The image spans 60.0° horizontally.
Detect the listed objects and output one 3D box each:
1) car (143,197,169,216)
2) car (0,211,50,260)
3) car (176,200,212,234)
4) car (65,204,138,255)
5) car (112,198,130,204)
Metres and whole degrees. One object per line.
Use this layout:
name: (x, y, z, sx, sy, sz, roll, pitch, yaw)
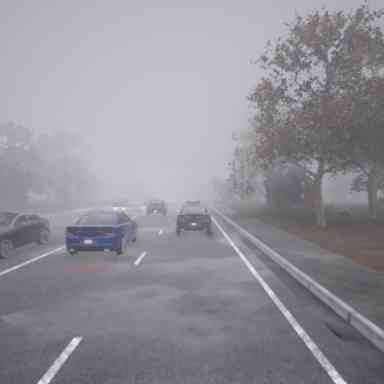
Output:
car: (-3.397, 1.508, 33.216, 1.837, 1.490, 4.892, 0, 0, 0)
car: (-7.099, 1.493, 12.608, 2.128, 1.511, 4.902, 0, 0, 0)
car: (0.101, 1.479, 19.360, 1.882, 1.535, 5.008, 0, 0, 0)
car: (-3.411, 1.479, 13.400, 1.882, 1.535, 5.008, 0, 0, 0)
car: (-10.559, 1.568, 49.763, 1.994, 1.385, 4.181, 0, 0, 0)
